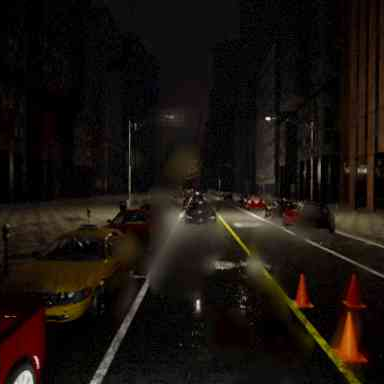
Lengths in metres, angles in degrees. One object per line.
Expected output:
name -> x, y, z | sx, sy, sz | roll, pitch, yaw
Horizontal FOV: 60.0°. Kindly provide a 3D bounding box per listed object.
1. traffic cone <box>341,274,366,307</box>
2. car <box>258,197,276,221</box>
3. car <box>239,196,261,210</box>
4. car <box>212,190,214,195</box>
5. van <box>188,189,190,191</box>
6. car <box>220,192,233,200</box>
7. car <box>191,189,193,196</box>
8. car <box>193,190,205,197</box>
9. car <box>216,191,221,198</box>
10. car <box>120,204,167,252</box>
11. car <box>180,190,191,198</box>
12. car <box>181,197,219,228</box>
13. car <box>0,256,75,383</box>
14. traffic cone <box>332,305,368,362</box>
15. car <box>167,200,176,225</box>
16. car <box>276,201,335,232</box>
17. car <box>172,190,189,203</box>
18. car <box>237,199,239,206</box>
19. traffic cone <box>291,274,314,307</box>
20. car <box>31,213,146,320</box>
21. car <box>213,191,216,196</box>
traffic cone -> 3.155, 1.902, 6.489 | 0.340, 0.580, 0.340 | 0, 1, 1
car -> 6.429, 1.335, 24.301 | 1.947, 1.339, 4.313 | 0, 1, 1
car -> 6.578, 1.083, 35.652 | 1.967, 1.590, 4.097 | 0, 1, 1
car -> 7.324, 0.545, 92.592 | 1.752, 1.417, 4.829 | 0, 1, 1
van -> -1.647, 0.669, 58.464 | 1.690, 1.788, 3.998 | 0, 1, 1
car -> 6.950, 0.912, 64.039 | 1.802, 1.307, 4.206 | 0, 1, 1
car -> -1.498, 0.519, 69.817 | 2.192, 1.841, 5.009 | 0, 1, 1
car -> 1.312, 0.752, 73.505 | 1.994, 1.385, 4.181 | 0, 1, 1
car -> 7.099, 0.757, 75.392 | 2.008, 1.369, 4.403 | 0, 1, 1
car -> -2.244, 1.376, 13.053 | 1.887, 1.381, 4.507 | 0, 1, 1
car -> -1.424, 0.457, 75.493 | 2.192, 1.841, 5.009 | 0, 1, 1
car -> 0.520, 1.275, 20.245 | 1.837, 1.490, 4.892 | 0, 1, 1
car -> -2.393, 1.506, 1.700 | 1.887, 1.381, 4.507 | 0, 1, 1
traffic cone -> 2.128, 1.917, 4.502 | 0.340, 0.580, 0.340 | 0, 1, 1
car -> -2.170, 1.334, 18.730 | 1.947, 1.339, 4.313 | 0, 1, 1
car -> 6.355, 1.272, 18.622 | 1.967, 1.590, 4.097 | 0, 1, 1
car -> -1.797, 0.893, 47.111 | 1.967, 1.590, 4.097 | 0, 1, 1
car -> 6.652, 1.146, 41.331 | 1.947, 1.339, 4.313 | 0, 1, 1
traffic cone -> 2.155, 1.894, 6.502 | 0.340, 0.580, 0.340 | 0, 1, 1
car -> -2.321, 1.423, 7.207 | 1.752, 1.417, 4.829 | 0, 1, 1
car -> 7.247, 0.664, 86.745 | 1.802, 1.307, 4.206 | 0, 1, 1
